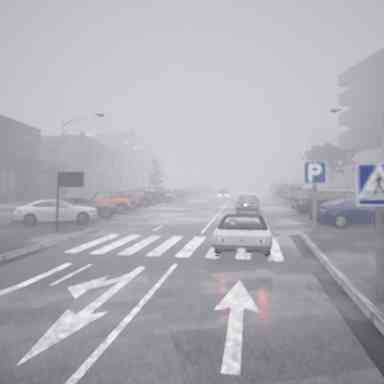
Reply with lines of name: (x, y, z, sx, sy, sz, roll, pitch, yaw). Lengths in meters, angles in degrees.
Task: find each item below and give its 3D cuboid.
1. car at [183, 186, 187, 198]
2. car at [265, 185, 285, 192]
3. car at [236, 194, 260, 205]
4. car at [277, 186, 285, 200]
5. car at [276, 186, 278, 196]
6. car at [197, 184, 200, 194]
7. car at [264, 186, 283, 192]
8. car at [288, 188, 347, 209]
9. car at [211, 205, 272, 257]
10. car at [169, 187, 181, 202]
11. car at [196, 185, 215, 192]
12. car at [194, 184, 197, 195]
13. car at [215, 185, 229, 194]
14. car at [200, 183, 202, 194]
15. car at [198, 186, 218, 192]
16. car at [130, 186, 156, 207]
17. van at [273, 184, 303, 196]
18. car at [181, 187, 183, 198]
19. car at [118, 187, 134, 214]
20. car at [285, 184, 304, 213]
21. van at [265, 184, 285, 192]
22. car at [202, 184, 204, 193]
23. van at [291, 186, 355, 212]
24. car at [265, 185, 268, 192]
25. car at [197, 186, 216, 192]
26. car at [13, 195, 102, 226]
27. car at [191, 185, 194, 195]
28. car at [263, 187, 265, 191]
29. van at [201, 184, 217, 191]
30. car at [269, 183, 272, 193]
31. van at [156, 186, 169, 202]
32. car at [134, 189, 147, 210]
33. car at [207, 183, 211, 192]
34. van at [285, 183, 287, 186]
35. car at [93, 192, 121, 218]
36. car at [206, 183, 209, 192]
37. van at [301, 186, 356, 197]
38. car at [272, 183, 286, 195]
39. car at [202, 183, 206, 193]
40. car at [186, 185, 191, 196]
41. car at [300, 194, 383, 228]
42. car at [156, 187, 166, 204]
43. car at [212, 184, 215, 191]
car: (-3.621, 0.243, 45.817, 4.792, 1.488, 2.163, -1, 2, -10)
car: (21.482, -1.003, 86.297, 4.553, 1.767, 2.185, 1, 1, -10)
car: (4.428, 0.898, 26.467, 2.033, 1.411, 5.357, 0, 2, 11)
car: (13.114, 0.397, 39.097, 4.892, 1.521, 2.231, 0, 2, -9)
car: (13.693, 0.325, 42.061, 4.792, 1.488, 2.163, 0, 2, -9)
car: (-1.675, -0.174, 57.379, 5.008, 1.535, 2.097, -1, 2, -10)
car: (22.613, -0.907, 92.196, 4.792, 1.488, 2.163, 1, 0, -10)
car: (11.350, 0.571, 30.250, 4.553, 1.767, 2.185, 0, 2, -9)
car: (1.912, 1.428, 12.369, 1.895, 1.301, 4.718, 0, 2, 10)
car: (-4.438, 0.401, 40.057, 5.366, 1.575, 1.946, -1, 2, -10)
car: (3.434, -1.000, 86.267, 4.553, 1.767, 2.185, -1, 1, -10)
car: (-2.169, -0.076, 54.485, 4.892, 1.521, 2.231, -1, 2, -10)
car: (6.182, -0.317, 65.237, 1.895, 1.301, 4.718, 0, 2, 10)
car: (-1.154, -0.394, 60.269, 4.553, 1.767, 2.185, -1, 2, -10)
car: (4.444, -0.943, 92.042, 5.008, 1.535, 2.097, -1, 0, -10)
car: (-6.034, 0.575, 31.315, 4.553, 1.767, 2.185, -1, 2, -11)
van: (16.416, -0.431, 56.853, 4.442, 1.987, 1.878, 0, 2, -10)
car: (-4.145, 0.312, 42.919, 5.008, 1.535, 2.097, -1, 1, -10)
car: (-6.987, 0.770, 25.495, 4.553, 1.767, 2.185, -1, 2, -11)
car: (10.187, 0.646, 24.356, 5.566, 2.045, 2.435, 0, 2, -9)
van: (20.868, -1.066, 83.326, 4.442, 1.987, 1.878, 1, 1, -10)
car: (-0.686, -0.320, 63.168, 4.674, 1.452, 2.002, -1, 1, -10)
van: (10.684, 0.571, 27.283, 4.442, 1.987, 1.878, 0, 2, -9)
car: (17.351, -0.641, 62.735, 5.566, 2.045, 2.435, 0, 1, -10)
car: (3.956, -0.881, 89.165, 4.792, 1.488, 2.163, -1, 0, -10)
car: (-7.964, 1.131, 19.678, 4.674, 1.452, 2.002, -1, 2, -11)
car: (-2.666, 0.021, 51.597, 4.892, 1.521, 2.231, -1, 2, -10)
car: (20.268, -0.797, 80.373, 5.366, 1.575, 1.946, 0, 1, -10)
van: (4.859, -1.192, 94.905, 4.442, 1.987, 1.878, -1, 1, -10)
car: (15.310, -0.258, 50.935, 5.566, 2.045, 2.435, 0, 2, -10)
van: (-5.223, 0.283, 37.099, 4.442, 1.987, 1.878, -1, 2, -10)
car: (-6.568, 0.828, 28.400, 4.792, 1.488, 2.163, -1, 2, -11)
car: (0.826, -0.596, 71.828, 5.008, 1.535, 2.097, -1, 1, -10)
van: (12.078, 0.371, 33.217, 4.442, 1.987, 1.878, 0, 2, -9)
car: (-7.462, 1.022, 22.596, 4.792, 1.488, 2.163, -1, 2, -11)
car: (0.332, -0.525, 68.939, 5.008, 1.535, 2.097, -1, 2, -10)
van: (9.746, 0.772, 21.446, 4.442, 1.987, 1.878, 0, 2, -9)
car: (14.248, -0.056, 45.014, 5.566, 2.045, 2.435, 0, 2, -10)
car: (-0.151, -0.570, 66.046, 4.553, 1.767, 2.185, -1, 2, -10)
car: (-3.169, 0.117, 48.707, 5.008, 1.535, 2.097, -1, 2, -10)
car: (9.040, 1.097, 18.496, 5.008, 1.535, 2.097, 0, 2, -9)
car: (-5.591, 0.603, 34.228, 5.008, 1.535, 2.097, -1, 2, -11)
car: (1.822, -0.975, 77.590, 5.566, 2.045, 2.435, -1, 1, -10)
